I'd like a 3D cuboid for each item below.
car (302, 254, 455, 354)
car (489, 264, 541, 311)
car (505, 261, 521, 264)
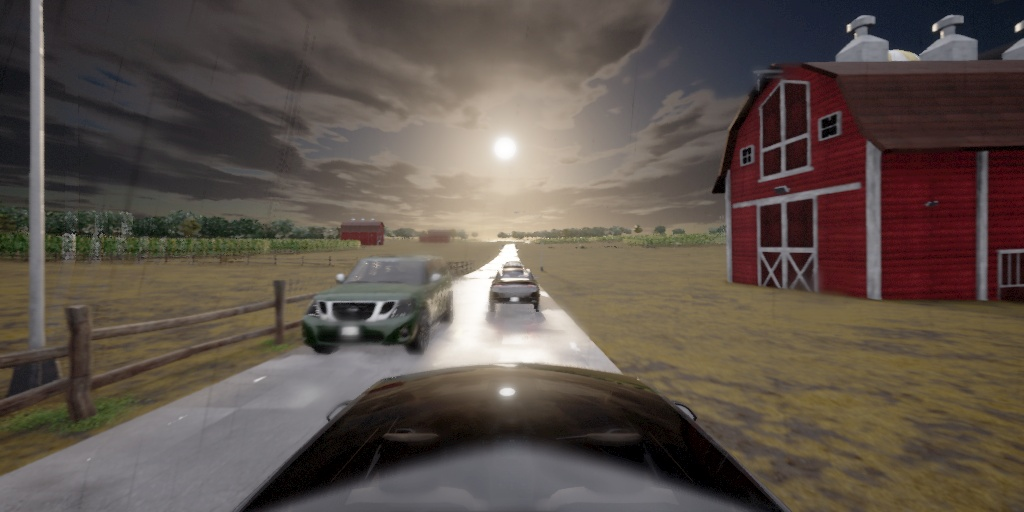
[{"bbox_3d":[-2.851,0.968,9.085,2.150,2.045,5.566,0,0,0],"label":"car"},{"bbox_3d":[0.094,1.234,14.407,2.128,1.511,4.902,0,0,0],"label":"car"},{"bbox_3d":[0.087,1.202,32.825,1.882,1.535,5.008,0,0,0],"label":"car"}]
